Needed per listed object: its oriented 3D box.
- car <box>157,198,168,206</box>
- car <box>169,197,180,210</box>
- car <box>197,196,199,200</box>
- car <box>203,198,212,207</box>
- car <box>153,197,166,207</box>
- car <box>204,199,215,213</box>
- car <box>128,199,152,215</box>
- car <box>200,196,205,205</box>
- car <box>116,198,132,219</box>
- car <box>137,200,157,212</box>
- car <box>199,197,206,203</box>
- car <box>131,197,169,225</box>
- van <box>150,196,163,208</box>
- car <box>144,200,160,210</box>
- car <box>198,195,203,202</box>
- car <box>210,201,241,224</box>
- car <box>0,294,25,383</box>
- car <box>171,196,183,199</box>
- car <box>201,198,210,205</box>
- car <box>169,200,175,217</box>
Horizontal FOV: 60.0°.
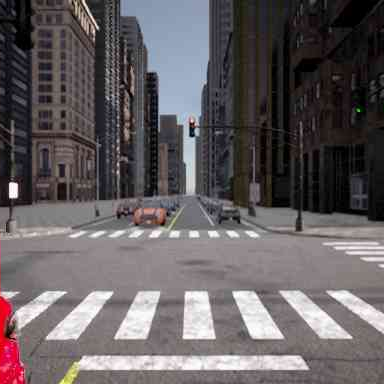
[{"bbox_3d":[-5.737,1.881,65.239,1.752,1.417,4.829,0,0,0],"label":"car"},{"bbox_3d":[-3.058,1.781,43.685,2.033,1.411,5.357,0,0,0],"label":"car"},{"bbox_3d":[2.793,1.969,76.694,1.887,1.381,4.507,0,0,0],"label":"car"},{"bbox_3d":[2.779,1.773,42.852,1.887,1.381,4.507,0,0,0],"label":"car"},{"bbox_3d":[-5.740,1.764,59.769,1.967,1.590,4.097,0,0,0],"label":"car"},{"bbox_3d":[2.776,1.749,37.211,2.008,1.369,4.403,0,0,0],"label":"car"},{"bbox_3d":[-5.749,1.638,37.207,1.967,1.590,4.097,0,0,0],"label":"car"},{"bbox_3d":[2.783,1.732,54.133,1.967,1.590,4.097,0,0,0],"label":"car"},{"bbox_3d":[-5.752,1.482,31.566,2.192,1.841,5.009,0,0,0],"label":"car"},{"bbox_3d":[-5.746,1.795,42.847,1.947,1.339,4.313,0,0,0],"label":"car"},{"bbox_3d":[2.797,2.020,88.146,1.752,1.417,4.829,0,0,0],"label":"car"},{"bbox_3d":[-3.031,1.483,24.886,2.097,1.767,4.553,0,0,-2],"label":"car"},{"bbox_3d":[-5.742,1.633,54.128,1.690,1.788,3.998,0,0,0],"label":"van"},{"bbox_3d":[-5.744,1.842,48.486,1.802,1.307,4.206,0,0,0],"label":"car"},{"bbox_3d":[2.788,1.797,65.414,1.967,1.590,4.097,0,0,0],"label":"car"},{"bbox_3d":[2.771,1.688,25.930,2.008,1.369,4.403,0,0,0],"label":"car"},{"bbox_3d":[-2.509,1.222,0.290,2.150,2.045,5.566,0,0,5],"label":"car"},{"bbox_3d":[-2.993,1.781,53.798,2.128,1.511,4.902,0,0,0],"label":"car"},{"bbox_3d":[2.791,1.917,71.224,1.752,1.417,4.829,0,0,0],"label":"car"},{"bbox_3d":[-3.078,1.781,33.931,1.895,1.301,4.718,0,0,0],"label":"car"}]
